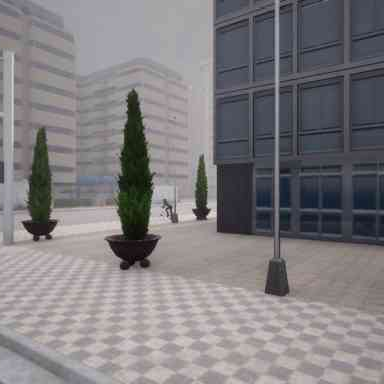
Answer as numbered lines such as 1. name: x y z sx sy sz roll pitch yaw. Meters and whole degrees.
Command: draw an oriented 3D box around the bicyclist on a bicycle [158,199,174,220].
1. bicyclist on a bicycle: -1.999 1.356 25.879 1.656 1.620 0.582 0 0 35
